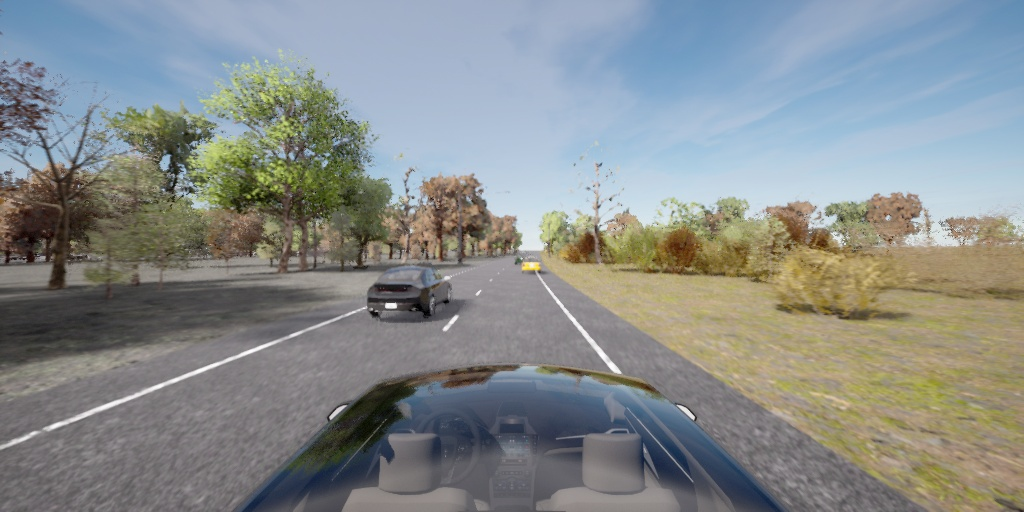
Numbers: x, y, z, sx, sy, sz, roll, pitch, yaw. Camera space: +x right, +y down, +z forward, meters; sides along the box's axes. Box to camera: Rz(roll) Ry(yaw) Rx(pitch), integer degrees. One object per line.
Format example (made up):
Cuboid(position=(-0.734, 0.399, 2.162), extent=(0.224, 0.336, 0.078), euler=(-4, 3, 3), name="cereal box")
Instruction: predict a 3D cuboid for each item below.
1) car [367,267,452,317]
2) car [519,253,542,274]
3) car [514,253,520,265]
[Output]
Cuboid(position=(-3.320, 1.099, 12.346), extent=(1.837, 1.490, 4.892), euler=(0, 1, 1), name="car")
Cuboid(position=(1.780, 0.756, 33.216), extent=(1.801, 1.575, 5.366), euler=(0, 1, 2), name="car")
Cuboid(position=(1.484, 0.360, 53.488), extent=(2.097, 1.767, 4.553), euler=(0, 1, 4), name="car")
